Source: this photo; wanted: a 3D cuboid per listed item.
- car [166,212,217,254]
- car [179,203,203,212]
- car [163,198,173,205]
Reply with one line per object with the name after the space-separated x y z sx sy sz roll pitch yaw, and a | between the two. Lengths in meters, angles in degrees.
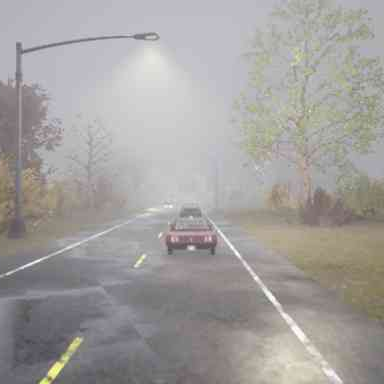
-0.022 1.733 14.101 1.895 1.301 4.718 0 0 0 | car
-0.091 1.780 29.290 1.837 1.490 4.892 0 0 0 | car
-5.146 2.157 72.309 2.128 1.511 4.902 0 0 -8 | car
